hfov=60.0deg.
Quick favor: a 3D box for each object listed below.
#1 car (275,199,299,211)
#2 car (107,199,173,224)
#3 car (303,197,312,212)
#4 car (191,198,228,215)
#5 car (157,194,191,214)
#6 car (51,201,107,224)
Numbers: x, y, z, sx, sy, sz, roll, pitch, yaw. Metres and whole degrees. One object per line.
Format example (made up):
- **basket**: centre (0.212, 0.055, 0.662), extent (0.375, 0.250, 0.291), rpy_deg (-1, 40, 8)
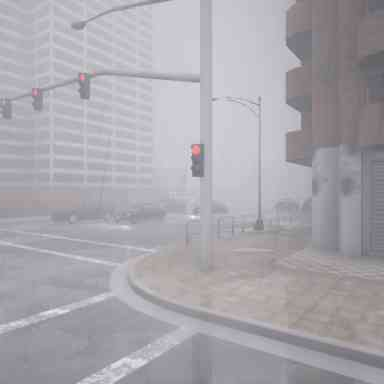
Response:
- **car**: centre (11.620, 1.526, 40.716), extent (1.812, 1.442, 4.674), rpy_deg (0, 0, 35)
- **car**: centre (-3.840, 1.526, 25.193), extent (1.812, 1.442, 4.674), rpy_deg (0, 0, 35)
- **car**: centre (14.500, 1.352, 38.698), extent (2.097, 1.767, 4.553), rpy_deg (0, 0, 35)
- **car**: centre (1.855, 1.564, 33.247), extent (1.994, 1.385, 4.181), rpy_deg (0, 0, 36)
- **car**: centre (-2.566, 1.352, 33.074), extent (2.097, 1.767, 4.553), rpy_deg (0, 0, 35)
- **car**: centre (-8.141, 1.478, 25.206), extent (1.882, 1.535, 5.008), rpy_deg (0, 0, 35)
